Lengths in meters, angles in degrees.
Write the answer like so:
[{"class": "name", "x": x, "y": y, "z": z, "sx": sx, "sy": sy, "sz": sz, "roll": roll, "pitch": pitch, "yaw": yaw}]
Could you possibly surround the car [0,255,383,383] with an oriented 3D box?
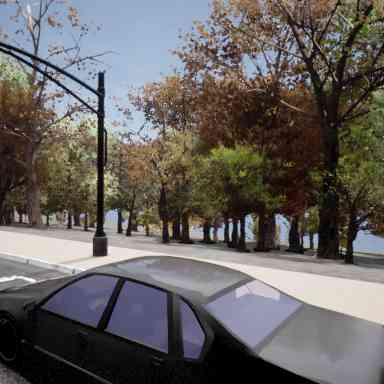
[{"class": "car", "x": -0.528, "y": 1.547, "z": 4.055, "sx": 5.357, "sy": 1.411, "sz": 2.033, "roll": 0, "pitch": 0, "yaw": 35}]
